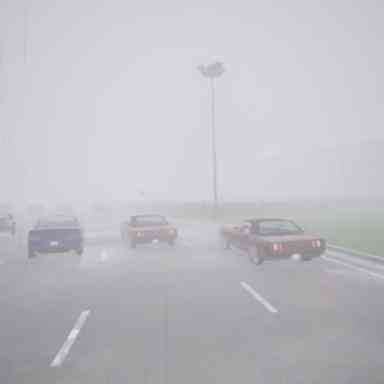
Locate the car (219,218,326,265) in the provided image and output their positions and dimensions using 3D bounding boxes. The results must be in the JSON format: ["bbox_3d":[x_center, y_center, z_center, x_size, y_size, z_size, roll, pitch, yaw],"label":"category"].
[{"bbox_3d":[2.422,1.543,11.506,1.895,1.301,4.718,-2,0,-13],"label":"car"}]

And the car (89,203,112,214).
[{"bbox_3d":[-11.655,1.999,42.000,1.895,1.301,4.718,-2,0,-28],"label":"car"}]

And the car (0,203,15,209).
[{"bbox_3d":[-27.394,2.382,49.159,1.837,1.490,4.892,-2,0,-28],"label":"car"}]

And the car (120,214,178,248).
[{"bbox_3d":[-2.174,1.684,15.339,1.895,1.301,4.718,-2,0,-19],"label":"car"}]

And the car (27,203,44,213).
[{"bbox_3d":[-20.504,2.211,43.649,2.033,1.411,5.357,-2,0,-28],"label":"car"}]

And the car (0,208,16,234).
[{"bbox_3d":[-12.472,1.998,21.533,1.895,1.301,4.718,-2,0,-29],"label":"car"}]

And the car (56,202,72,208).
[{"bbox_3d":[-17.575,2.105,45.648,1.812,1.442,4.674,-2,0,-28],"label":"car"}]

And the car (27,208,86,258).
[{"bbox_3d":[-5.547,1.660,13.932,1.882,1.535,5.008,-1,0,-17],"label":"car"}]
